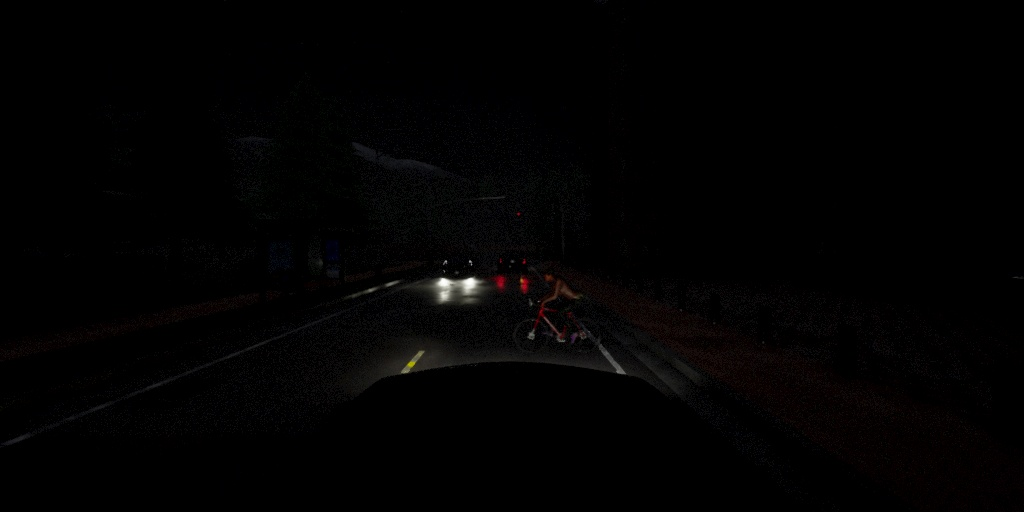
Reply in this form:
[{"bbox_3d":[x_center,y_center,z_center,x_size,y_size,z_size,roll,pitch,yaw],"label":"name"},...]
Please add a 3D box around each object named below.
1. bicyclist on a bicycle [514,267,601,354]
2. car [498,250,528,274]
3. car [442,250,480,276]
[{"bbox_3d":[0.842,1.028,6.669,1.656,1.620,0.582,0,2,0],"label":"bicyclist on a bicycle"},{"bbox_3d":[0.060,0.325,26.509,2.097,1.767,4.553,0,2,0],"label":"car"},{"bbox_3d":[-3.449,0.400,24.698,2.097,1.767,4.553,0,2,0],"label":"car"}]
